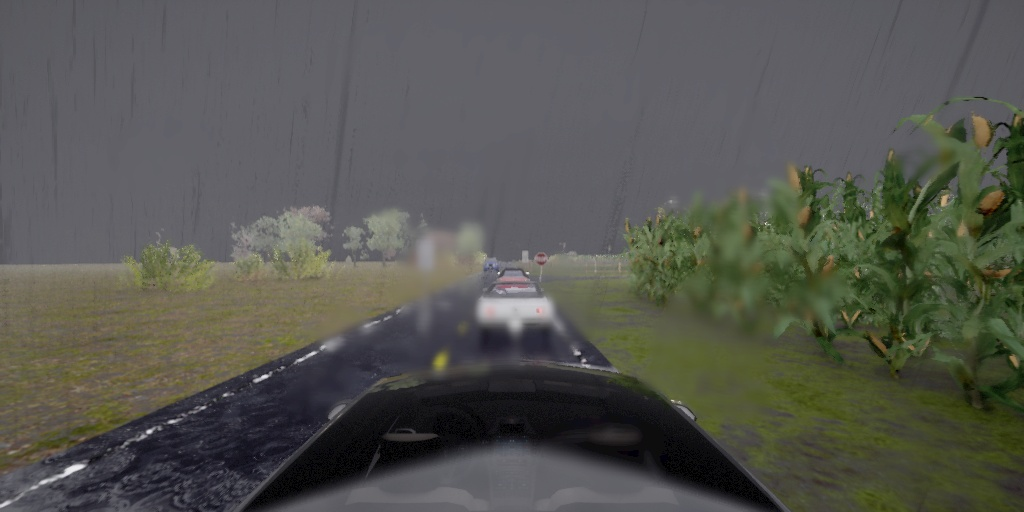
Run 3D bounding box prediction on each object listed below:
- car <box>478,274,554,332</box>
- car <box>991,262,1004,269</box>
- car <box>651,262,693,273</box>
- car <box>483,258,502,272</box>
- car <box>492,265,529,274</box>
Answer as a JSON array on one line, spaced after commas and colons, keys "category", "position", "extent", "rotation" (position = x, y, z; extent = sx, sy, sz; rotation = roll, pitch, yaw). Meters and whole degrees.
[{"category": "car", "position": [0.095, 1.406, 11.021], "extent": [1.895, 1.301, 4.718], "rotation": [0, 0, 0]}, {"category": "car", "position": [43.626, 0.988, 33.936], "extent": [4.892, 1.490, 1.837], "rotation": [-1, -1, 0]}, {"category": "car", "position": [16.762, 1.289, 36.398], "extent": [5.008, 1.535, 1.882], "rotation": [-1, -1, -1]}, {"category": "car", "position": [-3.045, 1.303, 53.139], "extent": [2.150, 2.045, 5.566], "rotation": [0, 0, -1]}, {"category": "car", "position": [0.085, 1.432, 21.325], "extent": [1.994, 1.385, 4.181], "rotation": [0, 0, 0]}]
